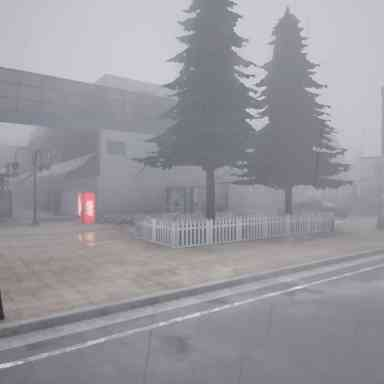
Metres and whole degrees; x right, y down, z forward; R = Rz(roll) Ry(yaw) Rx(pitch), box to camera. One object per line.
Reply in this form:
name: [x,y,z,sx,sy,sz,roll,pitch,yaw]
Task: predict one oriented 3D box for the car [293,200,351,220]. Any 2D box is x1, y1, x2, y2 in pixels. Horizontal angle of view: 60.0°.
car: [11.052,1.462,28.558,1.882,1.535,5.008,0,0,-34]
